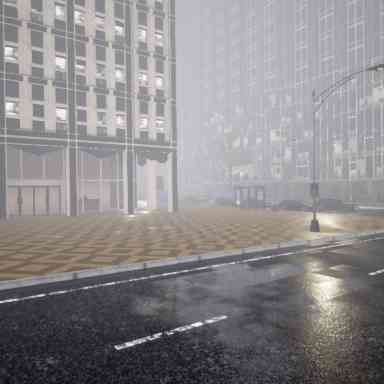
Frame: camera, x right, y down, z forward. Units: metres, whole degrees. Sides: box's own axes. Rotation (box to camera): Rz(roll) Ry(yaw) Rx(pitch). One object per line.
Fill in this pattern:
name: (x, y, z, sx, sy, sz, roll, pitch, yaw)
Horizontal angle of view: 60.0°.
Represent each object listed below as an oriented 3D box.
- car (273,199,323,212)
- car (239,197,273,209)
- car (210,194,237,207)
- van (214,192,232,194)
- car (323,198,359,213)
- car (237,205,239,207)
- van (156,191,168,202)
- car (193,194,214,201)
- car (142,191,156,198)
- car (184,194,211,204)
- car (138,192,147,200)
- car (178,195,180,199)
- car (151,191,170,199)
car: (11.280, 1.423, 35.637, 1.947, 1.339, 4.313, 0, 1, -35)
car: (8.074, 1.388, 40.333, 1.802, 1.307, 4.206, 0, 1, -34)
car: (4.902, 1.319, 45.049, 1.947, 1.339, 4.313, 0, 1, -34)
van: (5.413, 0.855, 59.188, 1.690, 1.788, 3.998, 0, 1, -34)
car: (15.038, 1.364, 34.956, 1.812, 1.442, 4.674, -1, 1, -34)
car: (8.534, 1.298, 44.430, 1.994, 1.385, 4.181, -1, 1, -34)
van: (-4.712, 0.937, 59.125, 1.690, 1.788, 3.998, 0, 1, -34)
car: (2.193, 1.043, 63.874, 1.802, 1.307, 4.206, 0, 1, -34)
car: (-10.687, 0.685, 82.606, 1.967, 1.590, 4.097, 0, 1, -34)
car: (0.659, 1.154, 55.922, 2.033, 1.411, 5.357, -1, 1, -34)
car: (-11.153, 1.039, 68.495, 2.008, 1.369, 4.403, 0, 1, -34)
car: (-4.247, 0.935, 73.242, 1.802, 1.307, 4.206, 0, 1, -34)
car: (-7.467, 0.614, 77.922, 2.192, 1.841, 5.009, 0, 1, -34)
